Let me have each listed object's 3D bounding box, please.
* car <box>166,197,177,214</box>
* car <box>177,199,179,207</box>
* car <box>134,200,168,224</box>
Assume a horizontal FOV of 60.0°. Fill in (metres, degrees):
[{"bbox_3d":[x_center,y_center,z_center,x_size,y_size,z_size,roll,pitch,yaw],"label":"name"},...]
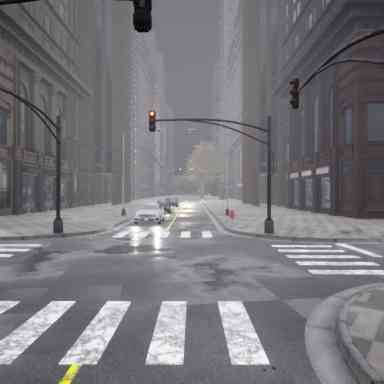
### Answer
[{"bbox_3d":[-3.043,1.550,35.442,2.033,1.411,5.357,0,0,0],"label":"car"},{"bbox_3d":[-2.994,1.495,49.601,1.882,1.535,5.008,0,1,1],"label":"car"},{"bbox_3d":[-3.060,1.525,24.588,1.812,1.442,4.674,0,0,0],"label":"car"}]
